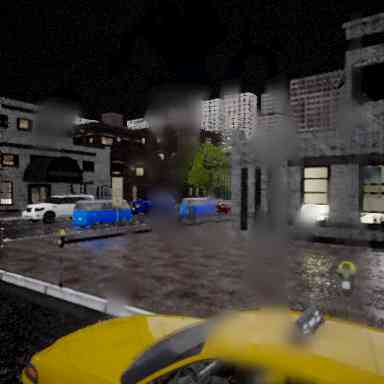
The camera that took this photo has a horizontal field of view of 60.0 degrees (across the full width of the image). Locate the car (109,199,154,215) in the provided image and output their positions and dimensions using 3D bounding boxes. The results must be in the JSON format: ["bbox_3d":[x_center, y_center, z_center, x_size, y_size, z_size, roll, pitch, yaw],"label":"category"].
[{"bbox_3d":[-6.334,1.554,35.394,1.752,1.417,4.829,0,0,35],"label":"car"}]

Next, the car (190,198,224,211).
[{"bbox_3d":[1.990,1.557,42.714,1.882,1.535,5.008,1,0,35],"label":"car"}]

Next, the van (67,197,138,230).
[{"bbox_3d":[-5.734,1.403,21.665,1.690,1.788,3.998,0,0,35],"label":"van"}]

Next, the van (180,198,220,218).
[{"bbox_3d":[0.612,1.432,30.703,1.690,1.788,3.998,0,0,35],"label":"van"}]

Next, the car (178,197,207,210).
[{"bbox_3d":[0.110,1.502,44.573,1.967,1.590,4.097,0,0,35],"label":"car"}]

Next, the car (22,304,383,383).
[{"bbox_3d":[0.578,1.525,2.456,4.829,1.417,1.752,0,0,36],"label":"car"}]

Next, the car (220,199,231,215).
[{"bbox_3d":[3.784,1.651,35.222,1.887,1.381,4.507,0,0,35],"label":"car"}]

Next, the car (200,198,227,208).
[{"bbox_3d":[3.282,1.624,49.091,1.887,1.381,4.507,0,0,35],"label":"car"}]

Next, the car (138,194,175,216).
[{"bbox_3d":[-4.014,1.270,34.180,2.150,2.045,5.566,1,0,36],"label":"car"}]

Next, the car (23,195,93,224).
[{"bbox_3d":[-9.971,1.243,25.702,2.150,2.045,5.566,1,0,35],"label":"car"}]
